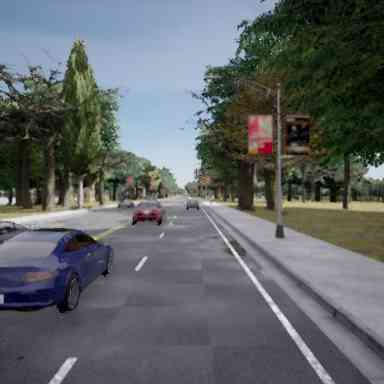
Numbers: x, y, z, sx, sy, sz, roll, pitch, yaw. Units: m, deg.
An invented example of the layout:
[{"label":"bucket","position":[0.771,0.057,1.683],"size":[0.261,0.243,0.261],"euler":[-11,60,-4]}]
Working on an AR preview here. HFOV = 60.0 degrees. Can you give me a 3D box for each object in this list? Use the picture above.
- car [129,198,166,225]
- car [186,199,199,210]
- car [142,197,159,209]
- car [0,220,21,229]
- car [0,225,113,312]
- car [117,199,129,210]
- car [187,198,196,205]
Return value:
[{"label":"car","position":[-3.153,1.482,25.254],"size":[2.097,1.767,4.553],"euler":[0,0,0]},{"label":"car","position":[0.094,1.836,48.561],"size":[2.033,1.411,5.357],"euler":[0,0,0]},{"label":"car","position":[-6.571,1.678,53.170],"size":[2.097,1.767,4.553],"euler":[0,0,0]},{"label":"car","position":[-6.600,1.612,10.587],"size":[1.994,1.385,4.181],"euler":[0,0,0]},{"label":"car","position":[-3.152,1.560,7.638],"size":[1.812,1.442,4.674],"euler":[0,0,0]},{"label":"car","position":[-9.830,1.823,49.566],"size":[1.812,1.442,4.674],"euler":[0,0,0]},{"label":"car","position":[-0.076,2.100,73.028],"size":[1.895,1.301,4.718],"euler":[0,-1,0]}]
